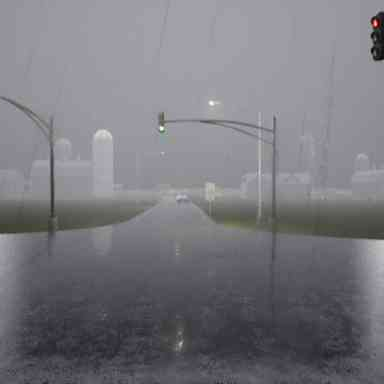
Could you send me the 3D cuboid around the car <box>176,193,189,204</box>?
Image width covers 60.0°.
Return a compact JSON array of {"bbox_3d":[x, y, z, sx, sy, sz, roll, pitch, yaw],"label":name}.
[{"bbox_3d":[-1.589,1.384,61.256,1.812,1.442,4.674,0,0,-3],"label":"car"}]
